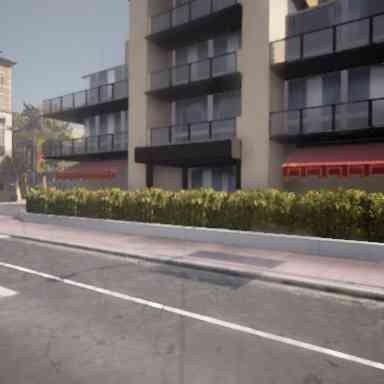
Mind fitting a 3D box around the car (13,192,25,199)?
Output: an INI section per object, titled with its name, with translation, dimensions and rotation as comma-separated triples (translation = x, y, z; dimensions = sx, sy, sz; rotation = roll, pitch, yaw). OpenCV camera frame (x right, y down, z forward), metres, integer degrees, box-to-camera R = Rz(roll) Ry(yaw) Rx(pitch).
[car]
translation = -40.128, 0.742, 73.989
dimensions = 4.892, 1.521, 2.231
rotation = 1, 0, 35
